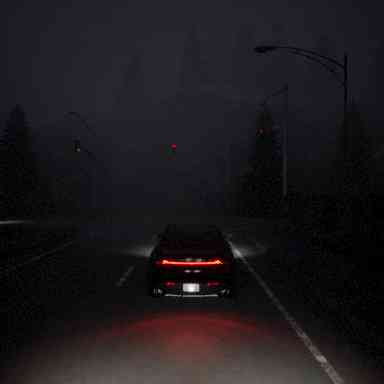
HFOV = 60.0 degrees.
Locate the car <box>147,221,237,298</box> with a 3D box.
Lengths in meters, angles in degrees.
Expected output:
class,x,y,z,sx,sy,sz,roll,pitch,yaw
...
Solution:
class,x,y,z,sx,sy,sz,roll,pitch,yaw
car,0.025,1.505,8.514,1.837,1.490,4.892,0,0,1
